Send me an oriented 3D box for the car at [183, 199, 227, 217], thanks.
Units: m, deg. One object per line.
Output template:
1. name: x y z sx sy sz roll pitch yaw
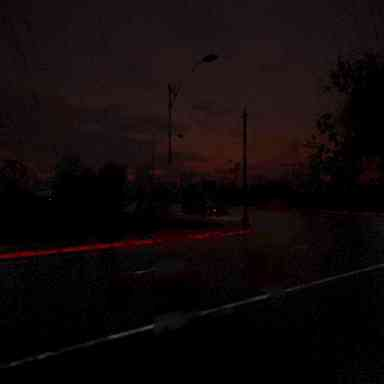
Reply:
1. car: 1.146 1.477 30.960 1.882 1.535 5.008 0 0 -39
